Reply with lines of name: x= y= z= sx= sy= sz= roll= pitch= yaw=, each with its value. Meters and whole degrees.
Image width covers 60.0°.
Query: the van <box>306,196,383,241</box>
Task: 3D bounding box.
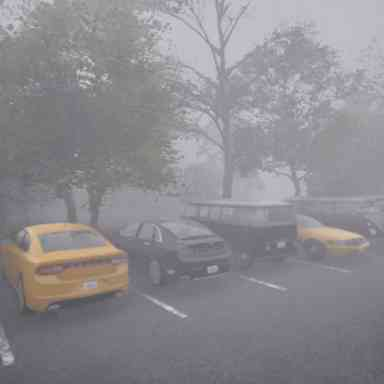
van: x=5.899 y=1.190 z=14.116 sx=1.878 sy=1.987 sz=4.442 roll=0 pitch=0 yaw=-35

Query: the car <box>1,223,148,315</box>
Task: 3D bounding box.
car: x=-3.189 y=1.471 z=7.778 sx=2.097 sy=1.535 sz=5.008 roll=0 pitch=0 yaw=-35

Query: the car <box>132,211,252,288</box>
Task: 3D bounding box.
car: x=-0.932 y=1.459 z=9.385 sx=2.231 sy=1.521 sz=4.892 roll=0 pitch=0 yaw=-35

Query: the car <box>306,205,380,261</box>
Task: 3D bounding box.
car: x=3.685 y=1.427 z=12.455 sx=1.946 sy=1.575 sz=5.366 roll=0 pitch=0 yaw=-36

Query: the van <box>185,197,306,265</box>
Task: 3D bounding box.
van: x=1.252 y=1.218 z=11.092 sx=1.878 sy=1.987 sz=4.442 roll=0 pitch=0 yaw=-35
